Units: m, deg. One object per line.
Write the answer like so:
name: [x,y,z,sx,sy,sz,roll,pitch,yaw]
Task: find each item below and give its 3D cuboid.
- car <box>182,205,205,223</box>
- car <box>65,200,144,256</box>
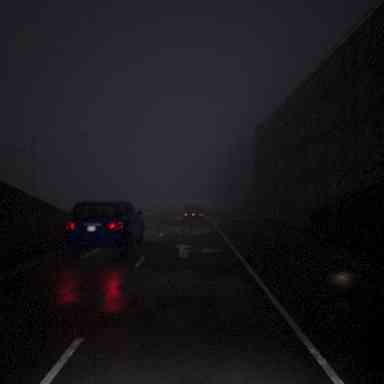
car: [0.102,1.824,28.285,2.033,1.411,5.357,0,-1,0]
car: [-3.392,1.357,13.893,2.150,2.045,5.566,0,-1,0]
